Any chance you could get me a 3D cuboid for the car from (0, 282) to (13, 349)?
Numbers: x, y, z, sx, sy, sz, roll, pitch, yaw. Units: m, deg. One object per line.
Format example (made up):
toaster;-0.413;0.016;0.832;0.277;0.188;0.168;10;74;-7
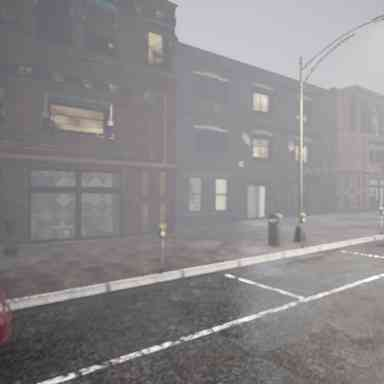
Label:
car;-4.275;1.598;3.493;4.206;1.307;1.802;-1;2;-35
